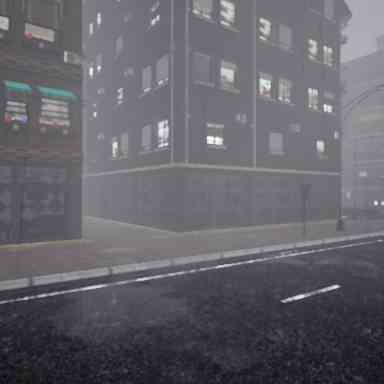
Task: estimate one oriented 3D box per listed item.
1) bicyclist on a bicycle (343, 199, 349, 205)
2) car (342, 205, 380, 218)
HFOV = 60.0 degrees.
[{"bbox_3d":[20.782,1.819,44.919,1.656,1.620,0.582,0,-1,-36],"label":"bicyclist on a bicycle"},{"bbox_3d":[17.111,2.027,35.176,1.895,1.301,4.718,0,-1,-39],"label":"car"}]
